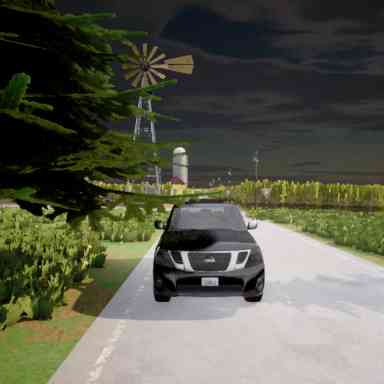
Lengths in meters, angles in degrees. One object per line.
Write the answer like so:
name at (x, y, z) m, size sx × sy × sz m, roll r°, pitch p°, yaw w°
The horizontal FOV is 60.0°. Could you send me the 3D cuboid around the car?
car at (0.332, 1.221, 8.601) m, size 2.150 × 2.045 × 5.566 m, roll 0°, pitch 0°, yaw 0°
